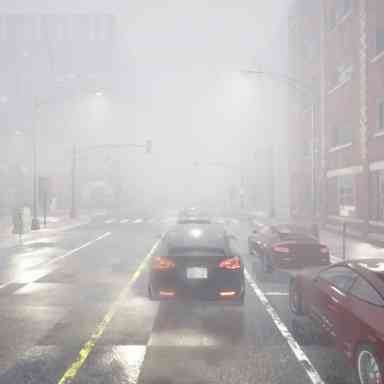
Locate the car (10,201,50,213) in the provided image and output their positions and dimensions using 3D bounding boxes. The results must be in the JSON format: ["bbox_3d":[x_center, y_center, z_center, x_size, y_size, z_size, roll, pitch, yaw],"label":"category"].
[{"bbox_3d":[-18.744,1.730,38.655,4.313,1.339,1.947,0,-1,0],"label":"car"}]

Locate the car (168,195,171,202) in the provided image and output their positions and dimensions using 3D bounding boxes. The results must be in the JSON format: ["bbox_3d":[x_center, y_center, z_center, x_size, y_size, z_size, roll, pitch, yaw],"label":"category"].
[{"bbox_3d":[-5.736,1.602,65.228,1.802,1.307,4.206,1,0,0],"label":"car"}]

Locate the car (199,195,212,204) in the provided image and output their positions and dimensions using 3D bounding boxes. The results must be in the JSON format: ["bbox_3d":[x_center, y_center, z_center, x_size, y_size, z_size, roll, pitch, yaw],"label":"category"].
[{"bbox_3d":[2.650,1.544,59.715,1.752,1.417,4.829,1,0,0],"label":"car"}]

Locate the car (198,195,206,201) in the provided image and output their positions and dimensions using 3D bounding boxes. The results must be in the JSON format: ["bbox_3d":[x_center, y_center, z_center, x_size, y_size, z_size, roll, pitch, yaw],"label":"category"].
[{"bbox_3d":[2.625,1.597,87.806,1.947,1.339,4.313,1,0,0],"label":"car"}]

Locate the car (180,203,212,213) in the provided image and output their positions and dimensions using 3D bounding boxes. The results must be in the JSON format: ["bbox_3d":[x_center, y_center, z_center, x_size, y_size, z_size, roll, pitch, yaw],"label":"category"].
[{"bbox_3d":[0.086,1.552,17.608,2.033,1.411,5.357,0,0,-1],"label":"car"}]

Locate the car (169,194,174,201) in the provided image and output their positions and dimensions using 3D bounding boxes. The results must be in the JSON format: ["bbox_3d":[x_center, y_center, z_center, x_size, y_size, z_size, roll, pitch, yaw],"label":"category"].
[{"bbox_3d":[-5.746,1.607,76.533,1.802,1.307,4.206,1,0,0],"label":"car"}]

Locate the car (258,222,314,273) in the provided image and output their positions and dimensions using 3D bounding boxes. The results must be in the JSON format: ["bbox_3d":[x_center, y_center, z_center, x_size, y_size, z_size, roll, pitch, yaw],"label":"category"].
[{"bbox_3d":[2.828,1.585,10.291,1.802,1.307,4.206,1,0,0],"label":"car"}]

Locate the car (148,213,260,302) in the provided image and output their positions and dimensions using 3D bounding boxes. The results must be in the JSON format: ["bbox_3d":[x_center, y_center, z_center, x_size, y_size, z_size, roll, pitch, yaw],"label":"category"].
[{"bbox_3d":[0.093,1.506,8.336,2.163,1.488,4.792,0,0,0],"label":"car"}]

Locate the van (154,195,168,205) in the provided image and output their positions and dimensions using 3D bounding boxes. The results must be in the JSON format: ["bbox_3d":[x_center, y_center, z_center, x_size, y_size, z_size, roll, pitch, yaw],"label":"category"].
[{"bbox_3d":[-5.727,1.359,59.576,1.690,1.788,3.998,1,0,0],"label":"van"}]

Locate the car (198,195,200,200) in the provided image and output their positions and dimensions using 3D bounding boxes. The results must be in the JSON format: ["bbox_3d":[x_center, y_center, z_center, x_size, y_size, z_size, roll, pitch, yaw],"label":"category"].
[{"bbox_3d":[2.630,1.573,82.155,1.887,1.381,4.507,1,0,0],"label":"car"}]

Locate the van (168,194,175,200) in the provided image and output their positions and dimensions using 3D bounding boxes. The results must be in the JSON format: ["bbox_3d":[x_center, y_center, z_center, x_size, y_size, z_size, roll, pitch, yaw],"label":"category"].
[{"bbox_3d":[-5.756,1.376,93.490,1.690,1.788,3.998,1,0,0],"label":"van"}]

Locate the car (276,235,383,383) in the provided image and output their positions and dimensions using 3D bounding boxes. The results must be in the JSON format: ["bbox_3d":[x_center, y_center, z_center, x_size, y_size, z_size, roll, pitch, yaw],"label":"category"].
[{"bbox_3d":[2.663,1.583,4.635,1.802,1.307,4.206,1,0,0],"label":"car"}]
